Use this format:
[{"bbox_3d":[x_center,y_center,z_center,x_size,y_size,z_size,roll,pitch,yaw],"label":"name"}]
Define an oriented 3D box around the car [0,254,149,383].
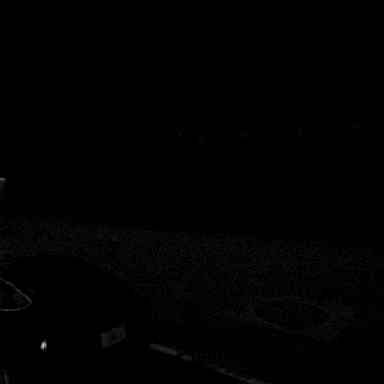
[{"bbox_3d":[-2.530,1.584,4.761,4.313,1.339,1.947,0,0,35],"label":"car"}]
